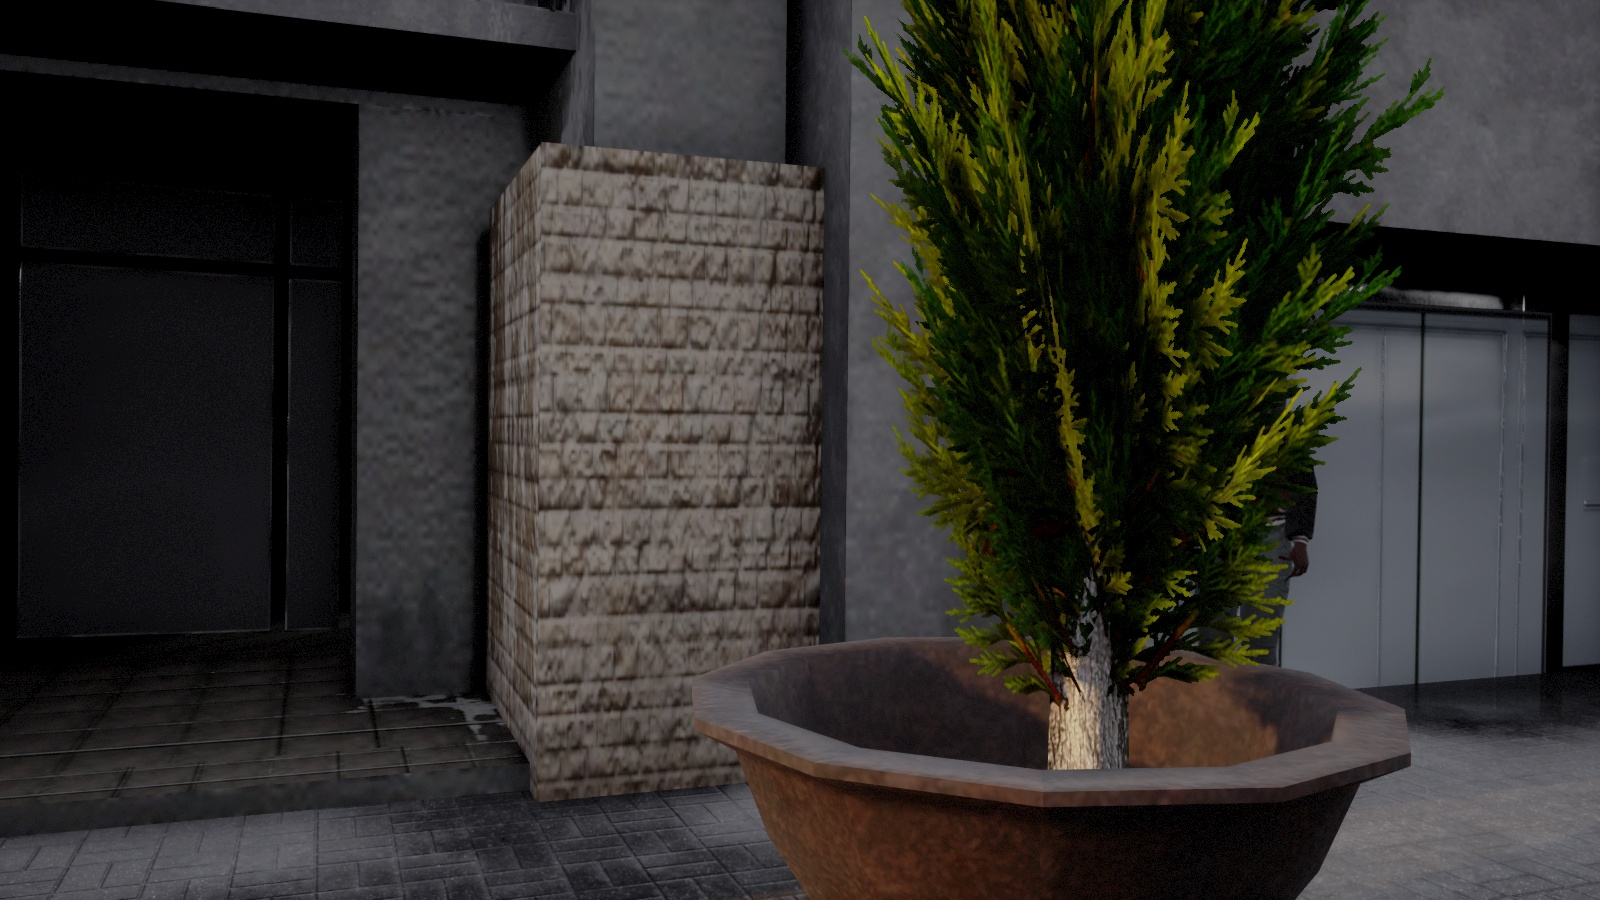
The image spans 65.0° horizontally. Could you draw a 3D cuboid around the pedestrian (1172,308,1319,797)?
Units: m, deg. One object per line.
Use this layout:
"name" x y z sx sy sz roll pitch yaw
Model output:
"pedestrian" 1.903 0.400 5.335 0.402 1.930 0.666 0 1 37
